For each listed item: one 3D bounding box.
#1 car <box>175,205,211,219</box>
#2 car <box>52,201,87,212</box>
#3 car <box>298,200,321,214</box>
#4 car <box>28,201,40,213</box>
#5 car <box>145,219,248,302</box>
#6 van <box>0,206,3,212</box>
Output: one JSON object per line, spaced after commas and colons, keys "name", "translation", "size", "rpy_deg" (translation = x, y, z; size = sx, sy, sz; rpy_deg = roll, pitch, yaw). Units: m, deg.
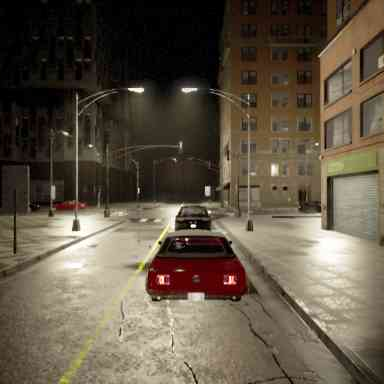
{"name": "car", "translation": [0.054, 1.472, 18.362], "size": [1.882, 1.535, 5.008], "rpy_deg": [0, 0, 0]}
{"name": "car", "translation": [-14.564, 1.698, 39.248], "size": [4.206, 1.307, 1.802], "rpy_deg": [0, 0, 0]}
{"name": "car", "translation": [12.032, 1.411, 30.761], "size": [4.313, 1.339, 1.947], "rpy_deg": [0, 0, 0]}
{"name": "car", "translation": [-20.212, 1.722, 39.240], "size": [4.313, 1.339, 1.947], "rpy_deg": [0, 0, 0]}
{"name": "car", "translation": [0.079, 1.600, 8.213], "size": [1.895, 1.301, 4.718], "rpy_deg": [0, 0, 0]}
{"name": "van", "translation": [-20.193, 1.423, 30.716], "size": [3.998, 1.788, 1.690], "rpy_deg": [0, 0, 0]}
